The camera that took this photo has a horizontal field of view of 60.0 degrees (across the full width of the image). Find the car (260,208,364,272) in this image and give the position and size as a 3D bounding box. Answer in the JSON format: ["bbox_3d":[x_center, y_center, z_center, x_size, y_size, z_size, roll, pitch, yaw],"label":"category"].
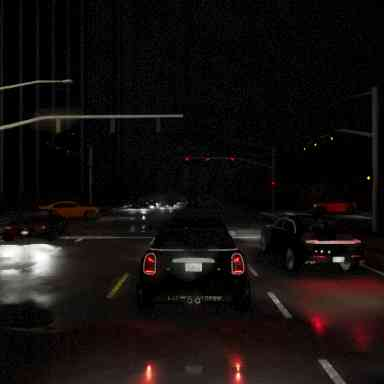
[{"bbox_3d":[3.598,1.492,10.823,2.128,1.511,4.902,0,0,-3],"label":"car"}]

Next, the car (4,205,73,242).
[{"bbox_3d":[-7.435,1.562,16.262,1.994,1.385,4.181,0,0,-8],"label":"car"}]

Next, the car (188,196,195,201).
[{"bbox_3d":[-0.162,1.595,84.082,1.895,1.301,4.718,0,0,0],"label":"car"}]

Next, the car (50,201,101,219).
[{"bbox_3d":[-10.276,1.519,28.133,5.008,1.535,1.882,-1,0,-12],"label":"car"}]

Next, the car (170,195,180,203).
[{"bbox_3d":[-3.636,1.500,70.550,1.837,1.490,4.892,0,0,0],"label":"car"}]

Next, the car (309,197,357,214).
[{"bbox_3d":[14.604,1.407,34.764,4.553,1.767,2.097,0,0,2],"label":"car"}]

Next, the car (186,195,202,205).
[{"bbox_3d":[0.042,1.547,50.980,2.033,1.411,5.357,0,0,-1],"label":"car"}]

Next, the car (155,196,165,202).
[{"bbox_3d":[-7.143,1.594,74.257,1.895,1.301,4.718,0,0,0],"label":"car"}]

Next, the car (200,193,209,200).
[{"bbox_3d":[3.331,1.216,87.535,2.097,1.767,4.553,0,0,0],"label":"car"}]

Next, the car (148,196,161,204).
[{"bbox_3d":[-7.175,1.526,64.214,1.812,1.442,4.674,0,0,0],"label":"car"}]

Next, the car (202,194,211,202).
[{"bbox_3d":[3.350,1.519,77.455,1.812,1.442,4.674,0,0,0],"label":"car"}]

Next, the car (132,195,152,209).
[{"bbox_3d":[-7.183,1.526,46.515,1.812,1.442,4.674,0,0,0],"label":"car"}]

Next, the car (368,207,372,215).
[{"bbox_3d":[19.039,1.581,31.190,4.674,1.442,1.812,0,0,0],"label":"car"}]

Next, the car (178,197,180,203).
[{"bbox_3d":[-3.688,1.491,60.339,2.128,1.511,4.902,0,0,0],"label":"car"}]

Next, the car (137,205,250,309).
[{"bbox_3d":[0.042,1.352,8.012,2.097,1.767,4.553,0,0,0],"label":"car"}]

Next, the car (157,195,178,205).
[{"bbox_3d":[-3.687,1.547,50.837,2.033,1.411,5.357,0,0,0],"label":"car"}]

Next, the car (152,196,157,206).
[{"bbox_3d":[-7.194,1.352,55.418,2.097,1.767,4.553,0,0,0],"label":"car"}]
